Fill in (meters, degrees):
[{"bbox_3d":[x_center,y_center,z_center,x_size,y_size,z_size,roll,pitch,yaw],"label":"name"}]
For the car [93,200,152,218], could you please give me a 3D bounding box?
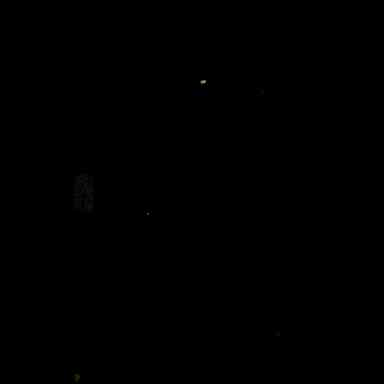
[{"bbox_3d":[-5.815,1.453,27.964,4.892,1.490,1.837,1,-1,0],"label":"car"}]
